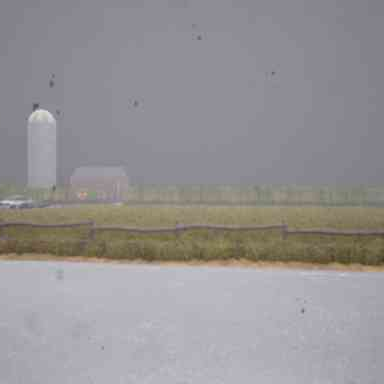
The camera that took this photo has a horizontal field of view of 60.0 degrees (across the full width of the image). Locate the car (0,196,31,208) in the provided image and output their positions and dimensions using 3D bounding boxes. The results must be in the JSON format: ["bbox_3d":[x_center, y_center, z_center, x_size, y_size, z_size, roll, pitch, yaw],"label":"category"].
[{"bbox_3d":[-24.862,1.599,46.917,2.150,2.045,5.566,0,0,9],"label":"car"}]

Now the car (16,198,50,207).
[{"bbox_3d":[-21.788,1.885,46.506,1.837,1.490,4.892,0,0,9],"label":"car"}]
